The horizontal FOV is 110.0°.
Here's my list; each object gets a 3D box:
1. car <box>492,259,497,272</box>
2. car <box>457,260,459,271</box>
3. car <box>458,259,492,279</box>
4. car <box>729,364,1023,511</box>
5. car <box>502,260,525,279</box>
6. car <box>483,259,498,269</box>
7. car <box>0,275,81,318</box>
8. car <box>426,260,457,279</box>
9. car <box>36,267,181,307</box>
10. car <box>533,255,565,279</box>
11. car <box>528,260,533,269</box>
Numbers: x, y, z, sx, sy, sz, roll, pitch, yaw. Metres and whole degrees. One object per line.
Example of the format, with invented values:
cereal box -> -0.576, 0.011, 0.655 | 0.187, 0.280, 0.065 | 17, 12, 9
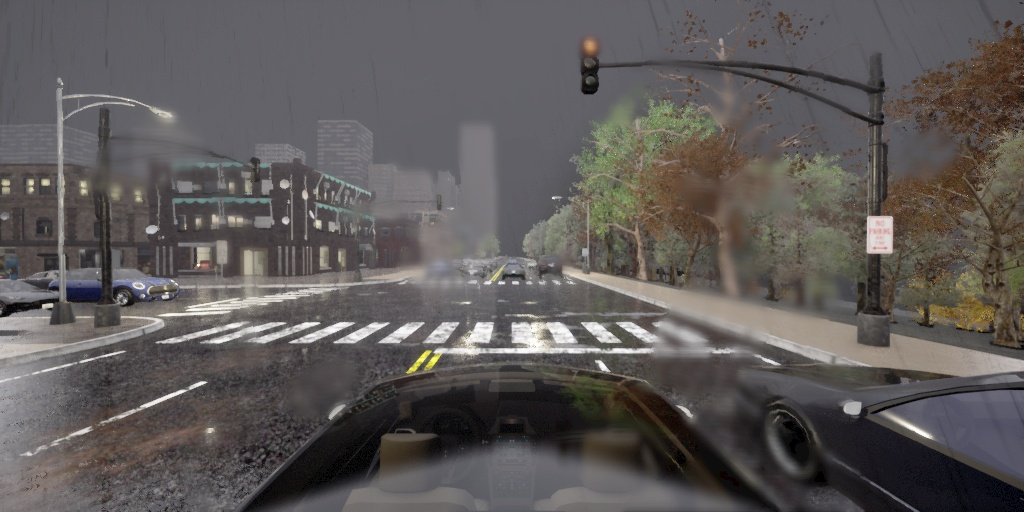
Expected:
car -> -3.285, 1.227, 42.990 | 2.128, 1.511, 4.902 | 0, 0, 0
car -> -6.533, 1.240, 43.338 | 1.837, 1.490, 4.892 | 0, 0, 0
car -> -3.300, 1.231, 33.009 | 2.128, 1.511, 4.902 | 0, 0, 0
car -> 3.350, 1.297, 1.544 | 2.033, 1.411, 5.357 | 0, 0, 0
car -> 0.142, 1.304, 32.215 | 1.994, 1.385, 4.181 | 0, 0, 0
car -> -3.256, 1.221, 55.350 | 2.128, 1.511, 4.902 | 0, 0, 0
car -> -19.930, 1.564, 13.725 | 4.313, 1.339, 1.948 | 0, 0, 0
car -> -6.552, 1.265, 33.022 | 1.812, 1.442, 4.674 | 0, 0, 0
car -> -18.015, 1.302, 16.372 | 4.553, 1.767, 2.097 | -1, 1, 2
car -> 3.392, 0.961, 32.366 | 2.150, 2.045, 5.566 | 0, 0, 0
car -> 3.424, 1.330, 56.034 | 1.895, 1.301, 4.718 | 0, 0, 0
